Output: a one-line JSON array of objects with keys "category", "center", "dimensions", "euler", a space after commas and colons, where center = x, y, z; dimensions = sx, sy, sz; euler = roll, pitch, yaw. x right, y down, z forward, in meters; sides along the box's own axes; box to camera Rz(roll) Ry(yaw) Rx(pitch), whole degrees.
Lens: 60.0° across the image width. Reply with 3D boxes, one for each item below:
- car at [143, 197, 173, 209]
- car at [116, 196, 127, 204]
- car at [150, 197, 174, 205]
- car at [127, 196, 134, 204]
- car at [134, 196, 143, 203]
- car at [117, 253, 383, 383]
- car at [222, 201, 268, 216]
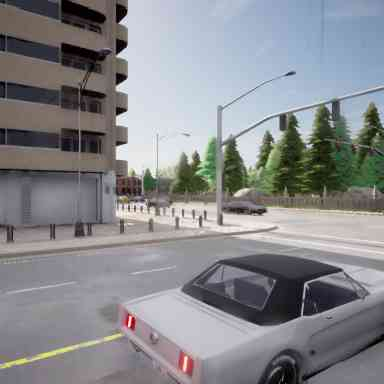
[{"category": "car", "center": [-4.782, 1.581, 47.708], "dimensions": [1.812, 1.442, 4.674], "euler": [0, 0, -36]}, {"category": "car", "center": [-14.228, 1.297, 60.996], "dimensions": [1.812, 1.442, 4.674], "euler": [0, 0, -36]}, {"category": "car", "center": [-5.593, 1.603, 61.145], "dimensions": [2.033, 1.411, 5.357], "euler": [0, 0, -36]}, {"category": "car", "center": [-14.240, 1.533, 67.153], "dimensions": [1.882, 1.535, 5.008], "euler": [0, 0, -36]}, {"category": "car", "center": [-11.624, 1.581, 69.502], "dimensions": [1.812, 1.442, 4.674], "euler": [0, 0, -36]}, {"category": "car", "center": [1.480, 1.601, 4.833], "dimensions": [4.718, 1.301, 1.895], "euler": [0, 0, -35]}, {"category": "car", "center": [5.172, 1.603, 33.831], "dimensions": [2.033, 1.411, 5.357], "euler": [0, 0, -36]}]
